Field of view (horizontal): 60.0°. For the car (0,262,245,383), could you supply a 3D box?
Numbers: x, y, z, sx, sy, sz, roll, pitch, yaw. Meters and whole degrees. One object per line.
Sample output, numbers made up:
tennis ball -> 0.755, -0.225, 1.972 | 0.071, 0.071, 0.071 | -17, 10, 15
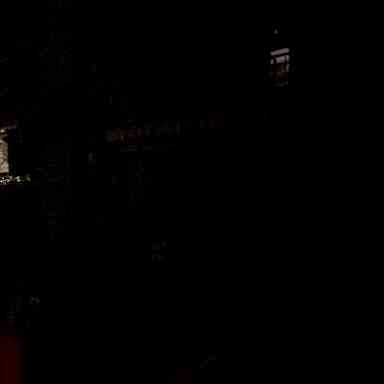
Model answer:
car -> -1.590, 1.546, 4.007 | 4.507, 1.381, 1.887 | 0, 0, 35
